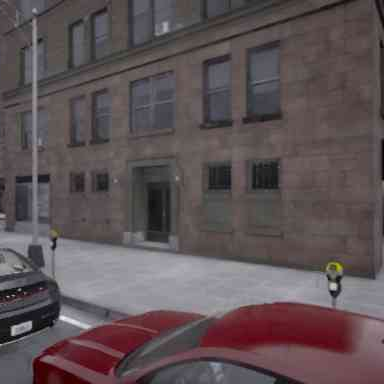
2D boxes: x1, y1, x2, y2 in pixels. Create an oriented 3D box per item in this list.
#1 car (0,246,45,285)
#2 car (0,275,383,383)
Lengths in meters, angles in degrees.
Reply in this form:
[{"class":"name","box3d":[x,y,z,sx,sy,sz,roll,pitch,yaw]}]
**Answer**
[{"class":"car","box3d":[-4.028,1.581,5.683,4.403,1.369,2.008,0,0,35]},{"class":"car","box3d":[0.598,1.549,2.383,4.507,1.381,1.887,0,0,35]}]
